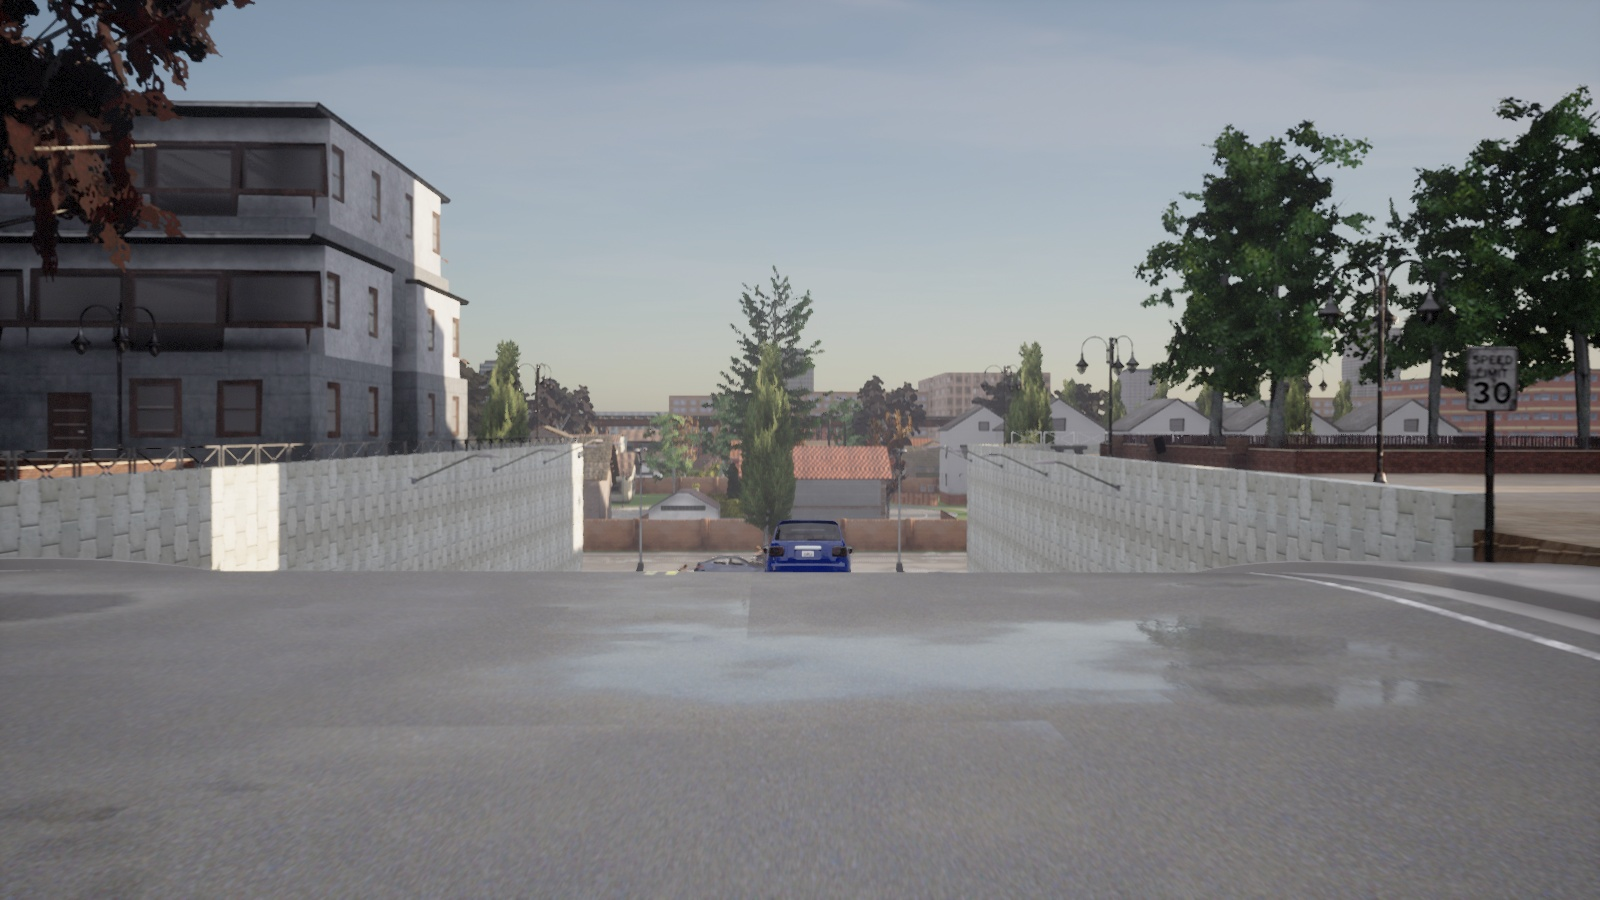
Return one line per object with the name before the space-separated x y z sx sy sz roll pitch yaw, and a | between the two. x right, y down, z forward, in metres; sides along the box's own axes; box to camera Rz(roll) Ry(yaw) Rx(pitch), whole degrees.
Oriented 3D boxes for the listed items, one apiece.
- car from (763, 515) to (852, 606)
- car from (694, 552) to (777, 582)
car | 0.204 3.014 33.131 2.150 2.045 5.566 0 -9 0
car | -3.957 7.227 77.942 5.027 1.651 2.152 0 0 -1
